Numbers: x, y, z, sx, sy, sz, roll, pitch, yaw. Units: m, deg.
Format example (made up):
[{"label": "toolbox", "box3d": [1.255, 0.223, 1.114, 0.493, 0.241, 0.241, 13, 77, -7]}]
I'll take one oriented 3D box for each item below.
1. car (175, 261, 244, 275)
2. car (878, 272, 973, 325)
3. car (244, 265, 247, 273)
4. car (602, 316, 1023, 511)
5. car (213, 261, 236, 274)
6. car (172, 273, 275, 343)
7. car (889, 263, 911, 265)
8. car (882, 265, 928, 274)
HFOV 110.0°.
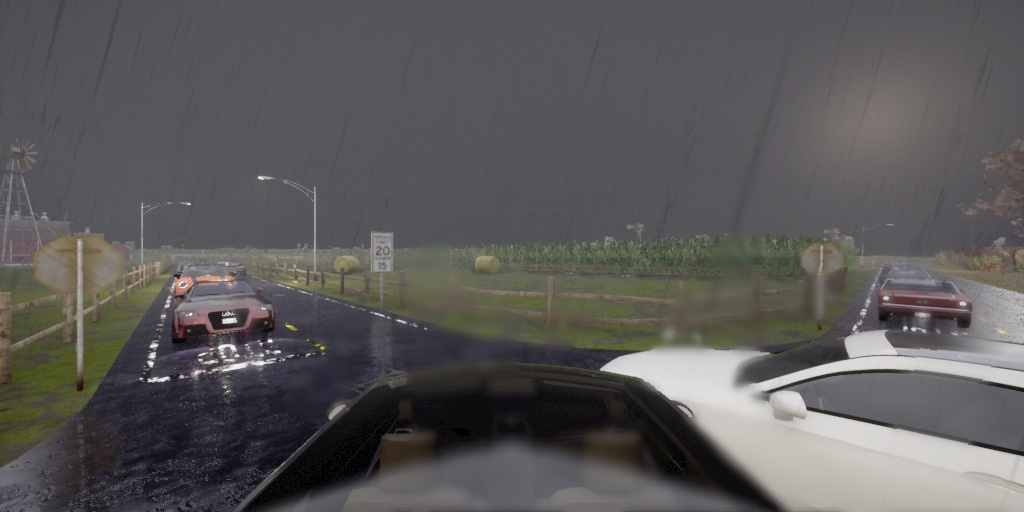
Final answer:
[{"label": "car", "box3d": [-13.952, 1.152, 16.383, 2.097, 1.767, 4.553, 0, 0, -43]}, {"label": "car", "box3d": [13.353, 1.400, 11.773, 4.718, 1.301, 1.895, 0, 1, -44]}, {"label": "car", "box3d": [-27.497, 1.311, 35.415, 2.128, 1.511, 4.902, 0, 0, -42]}, {"label": "car", "box3d": [2.808, 1.293, 2.556, 1.812, 1.442, 4.674, 0, 1, -45]}, {"label": "car", "box3d": [-34.327, 1.338, 42.774, 1.837, 1.490, 4.892, 0, 0, -42]}, {"label": "car", "box3d": [-8.081, 1.362, 9.984, 1.994, 1.385, 4.181, 0, 0, -43]}, {"label": "car", "box3d": [26.996, 1.408, 24.793, 4.181, 1.385, 1.994, 0, 1, -44]}, {"label": "car", "box3d": [20.334, 1.368, 18.440, 5.357, 1.411, 2.033, 0, 1, -44]}]
